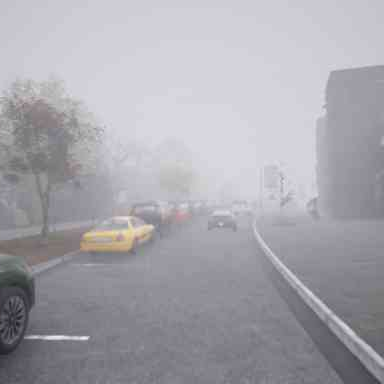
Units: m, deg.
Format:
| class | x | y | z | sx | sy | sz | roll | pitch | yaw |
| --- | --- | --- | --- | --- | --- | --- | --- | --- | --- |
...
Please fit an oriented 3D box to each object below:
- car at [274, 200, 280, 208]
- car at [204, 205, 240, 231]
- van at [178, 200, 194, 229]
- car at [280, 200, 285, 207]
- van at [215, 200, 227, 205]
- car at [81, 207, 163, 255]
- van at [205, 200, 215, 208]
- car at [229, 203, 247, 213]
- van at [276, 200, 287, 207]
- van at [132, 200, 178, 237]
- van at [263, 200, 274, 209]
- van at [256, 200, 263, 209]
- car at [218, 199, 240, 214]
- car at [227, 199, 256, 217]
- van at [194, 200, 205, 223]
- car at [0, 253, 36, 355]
| class | x | y | z | sx | sy | sz | roll | pitch | yaw |
| --- | --- | --- | --- | --- | --- | --- | --- | --- | --- |
| car | 19.716 | 3.234 | 82.386 | 2.163 | 1.488 | 4.792 | -2 | -1 | 25 |
| car | 2.196 | 1.871 | 23.109 | 1.812 | 1.442 | 4.674 | 0 | -1 | 9 |
| van | -1.388 | 1.657 | 25.300 | 1.878 | 1.987 | 4.442 | -2 | -1 | 11 |
| car | 22.198 | 3.312 | 87.306 | 2.231 | 1.521 | 4.892 | -2 | -1 | 25 |
| van | 4.054 | 2.150 | 46.961 | 1.878 | 1.987 | 4.442 | -2 | -1 | 17 |
| car | -2.901 | 1.677 | 14.291 | 1.946 | 1.575 | 5.366 | -2 | -1 | 7 |
| van | 0.918 | 1.890 | 36.227 | 1.878 | 1.987 | 4.442 | -2 | -1 | 12 |
| car | 7.917 | 2.675 | 57.318 | 2.002 | 1.452 | 4.674 | -2 | -1 | 22 |
| van | 24.760 | 3.219 | 92.385 | 1.878 | 1.987 | 4.442 | -2 | -2 | 29 |
| van | -2.264 | 1.552 | 19.775 | 1.878 | 1.987 | 4.442 | -2 | -1 | 5 |
| van | 16.782 | 2.851 | 76.579 | 1.878 | 1.987 | 4.442 | -2 | -1 | 24 |
| van | 12.438 | 2.650 | 67.627 | 1.878 | 1.987 | 4.442 | -2 | -1 | 24 |
| car | 5.882 | 2.256 | 52.150 | 2.435 | 2.045 | 5.566 | -2 | -1 | 18 |
| car | 6.117 | 1.931 | 40.547 | 2.150 | 2.045 | 5.566 | -1 | -2 | 16 |
| van | -0.323 | 1.769 | 30.788 | 1.878 | 1.987 | 4.442 | -2 | -1 | 11 |
| car | -3.632 | 1.262 | 2.981 | 2.435 | 2.045 | 5.566 | -2 | 0 | 1 |
